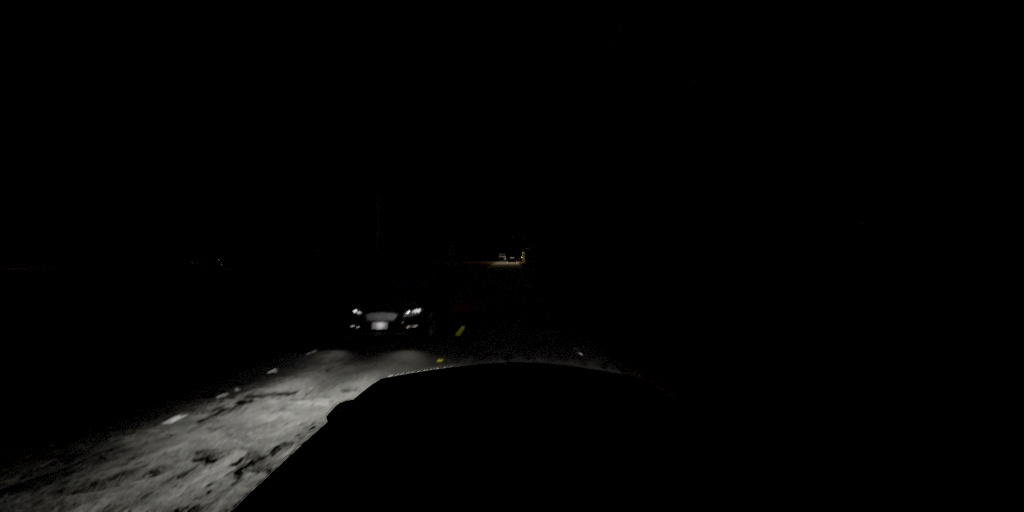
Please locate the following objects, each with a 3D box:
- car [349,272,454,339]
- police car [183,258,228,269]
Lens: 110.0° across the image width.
[{"bbox_3d":[-2.845,1.239,10.179,2.128,1.511,4.902,0,0,0],"label":"car"},{"bbox_3d":[-41.814,1.028,49.121,4.974,1.542,2.038,0,-1,0],"label":"police car"}]
